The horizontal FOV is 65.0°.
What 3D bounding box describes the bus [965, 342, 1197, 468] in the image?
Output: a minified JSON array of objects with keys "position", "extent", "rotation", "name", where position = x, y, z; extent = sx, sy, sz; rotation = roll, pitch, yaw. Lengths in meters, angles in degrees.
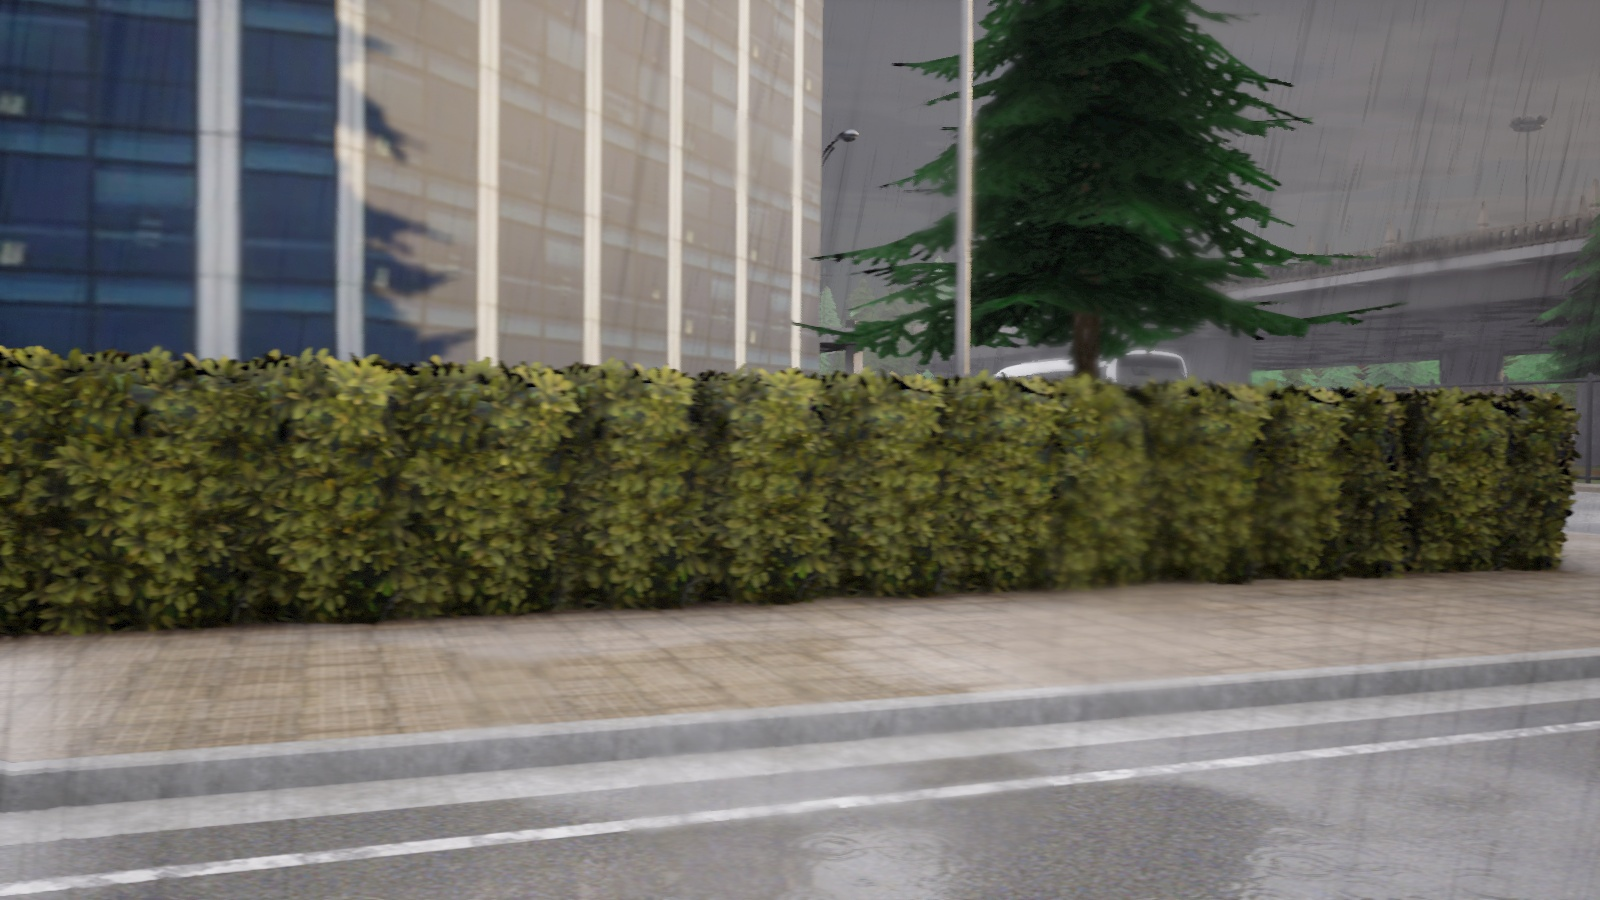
[{"position":[10.311,-1.524,47.819],"extent":[3.944,4.253,10.273],"rotation":[0,0,-18],"name":"bus"}]
